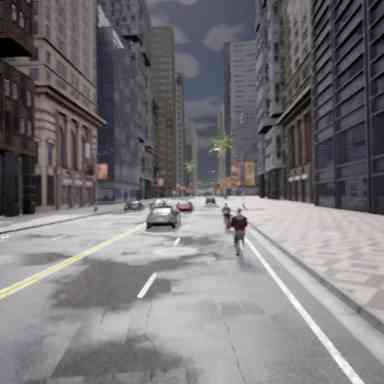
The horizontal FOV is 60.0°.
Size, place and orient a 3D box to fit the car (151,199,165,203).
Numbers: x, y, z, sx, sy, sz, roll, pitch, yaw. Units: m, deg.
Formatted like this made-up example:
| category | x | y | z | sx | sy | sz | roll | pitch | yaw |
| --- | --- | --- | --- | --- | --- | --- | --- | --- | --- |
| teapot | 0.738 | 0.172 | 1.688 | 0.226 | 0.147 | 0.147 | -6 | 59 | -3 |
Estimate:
| category | x | y | z | sx | sy | sz | roll | pitch | yaw |
| --- | --- | --- | --- | --- | --- | --- | --- | --- | --- |
| car | -4.269 | 1.674 | 42.090 | 2.128 | 1.511 | 4.902 | -1 | 0 | 3 |

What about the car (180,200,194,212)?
| category | x | y | z | sx | sy | sz | roll | pitch | yaw |
| --- | --- | --- | --- | --- | --- | --- | --- | --- | --- |
| car | -0.893 | 1.684 | 40.949 | 1.994 | 1.385 | 4.181 | -1 | 0 | 3 |

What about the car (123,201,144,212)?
| category | x | y | z | sx | sy | sz | roll | pitch | yaw |
| --- | --- | --- | --- | --- | --- | --- | --- | --- | --- |
| car | -7.469 | 1.805 | 42.953 | 1.994 | 1.385 | 4.181 | -1 | 0 | 3 |

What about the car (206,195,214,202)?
| category | x | y | z | sx | sy | sz | roll | pitch | yaw |
| --- | --- | --- | --- | --- | --- | --- | --- | --- | --- |
| car | 4.462 | 1.515 | 82.506 | 2.128 | 1.511 | 4.902 | -1 | 0 | 3 |

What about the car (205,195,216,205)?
| category | x | y | z | sx | sy | sz | roll | pitch | yaw |
| --- | --- | --- | --- | --- | --- | --- | --- | --- | --- |
| car | 3.483 | 1.535 | 62.299 | 1.837 | 1.490 | 4.892 | -1 | 1 | 3 |

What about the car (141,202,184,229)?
| category | x | y | z | sx | sy | sz | roll | pitch | yaw |
| --- | --- | --- | --- | --- | --- | --- | --- | --- | --- |
| car | -1.864 | 1.671 | 22.637 | 1.994 | 1.385 | 4.181 | -1 | 0 | 3 |

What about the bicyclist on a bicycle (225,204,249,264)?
| category | x | y | z | sx | sy | sz | roll | pitch | yaw |
| --- | --- | --- | --- | --- | --- | --- | --- | --- | --- |
| bicyclist on a bicycle | 1.566 | 1.379 | 11.044 | 0.659 | 1.776 | 1.843 | -1 | 0 | 3 |

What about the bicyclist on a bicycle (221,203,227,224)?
| category | x | y | z | sx | sy | sz | roll | pitch | yaw |
| --- | --- | --- | --- | --- | --- | --- | --- | --- | --- |
| bicyclist on a bicycle | 2.022 | 1.481 | 19.588 | 0.582 | 1.620 | 1.656 | -1 | 0 | 3 |
